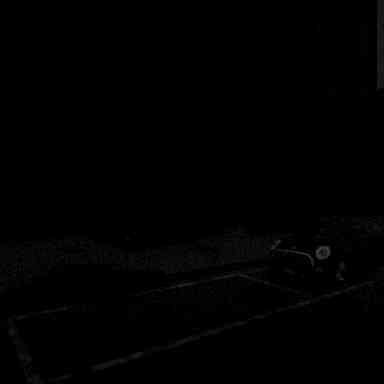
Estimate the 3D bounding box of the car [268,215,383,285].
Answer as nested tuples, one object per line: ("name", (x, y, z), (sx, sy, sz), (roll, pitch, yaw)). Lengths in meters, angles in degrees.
("car", (4.036, 1.439, 9.411), (4.097, 1.590, 1.967), (0, 0, -36))
